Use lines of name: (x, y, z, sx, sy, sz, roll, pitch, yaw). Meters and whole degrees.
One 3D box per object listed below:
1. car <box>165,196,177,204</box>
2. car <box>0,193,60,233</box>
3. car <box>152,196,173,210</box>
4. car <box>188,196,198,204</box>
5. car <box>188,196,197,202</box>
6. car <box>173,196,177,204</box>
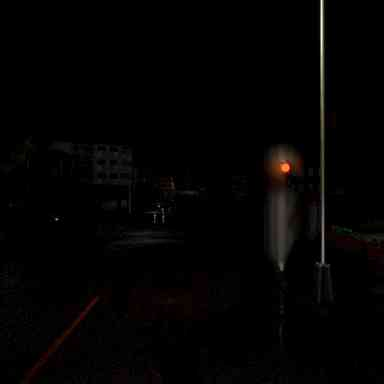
car: (-3.953, 1.477, 63.202, 1.882, 1.535, 5.008, 0, 0, 0)
car: (-10.565, 1.223, 18.944, 5.566, 2.045, 2.150, 0, 0, -5)
car: (-4.031, 1.491, 43.064, 2.128, 1.511, 4.902, 0, 0, 0)
car: (0.107, 1.547, 66.178, 2.033, 1.411, 5.357, 0, 0, 0)
car: (0.124, 1.583, 76.773, 1.895, 1.301, 4.718, 0, 0, 0)
car: (-4.008, 1.491, 53.028, 2.128, 1.511, 4.902, 0, 0, 0)
